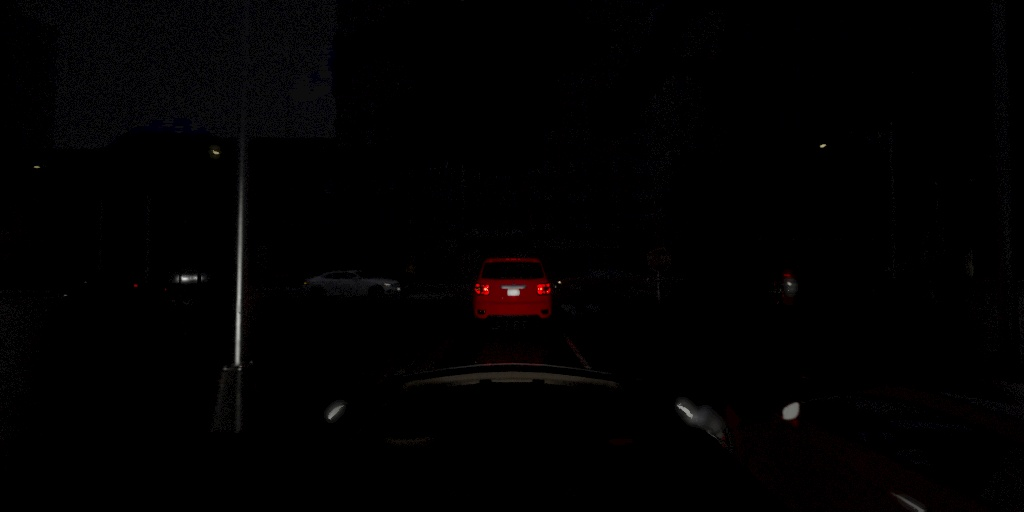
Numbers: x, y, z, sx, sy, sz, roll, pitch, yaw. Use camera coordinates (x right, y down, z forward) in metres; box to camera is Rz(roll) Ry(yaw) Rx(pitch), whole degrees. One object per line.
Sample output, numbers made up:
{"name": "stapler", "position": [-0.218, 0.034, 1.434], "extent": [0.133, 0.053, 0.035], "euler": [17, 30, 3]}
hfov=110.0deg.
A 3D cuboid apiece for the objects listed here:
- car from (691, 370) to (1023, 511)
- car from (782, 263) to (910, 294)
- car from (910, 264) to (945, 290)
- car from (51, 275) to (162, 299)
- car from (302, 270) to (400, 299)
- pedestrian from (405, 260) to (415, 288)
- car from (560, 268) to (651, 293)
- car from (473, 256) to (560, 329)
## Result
{"name": "car", "position": [2.639, 1.333, 1.916], "extent": [1.802, 1.307, 4.207], "euler": [0, 0, 0]}
{"name": "car", "position": [16.425, 1.171, 18.057], "extent": [4.892, 1.490, 1.837], "euler": [-1, -1, 0]}
{"name": "car", "position": [22.158, 1.185, 20.990], "extent": [4.902, 1.511, 2.128], "euler": [0, -1, 0]}
{"name": "car", "position": [-23.790, 1.776, 21.121], "extent": [4.718, 1.301, 1.895], "euler": [-1, -1, 0]}
{"name": "car", "position": [-8.067, 1.424, 18.129], "extent": [4.674, 1.442, 1.812], "euler": [-1, -1, 0]}
{"name": "pedestrian", "position": [-6.846, 1.174, 23.994], "extent": [0.375, 1.860, 0.375], "euler": [0, -1, 0]}
{"name": "car", "position": [5.215, 1.389, 21.040], "extent": [5.357, 1.411, 2.033], "euler": [-1, -1, 0]}
{"name": "car", "position": [-0.057, 1.031, 11.629], "extent": [2.150, 2.045, 5.566], "euler": [0, -1, -2]}
